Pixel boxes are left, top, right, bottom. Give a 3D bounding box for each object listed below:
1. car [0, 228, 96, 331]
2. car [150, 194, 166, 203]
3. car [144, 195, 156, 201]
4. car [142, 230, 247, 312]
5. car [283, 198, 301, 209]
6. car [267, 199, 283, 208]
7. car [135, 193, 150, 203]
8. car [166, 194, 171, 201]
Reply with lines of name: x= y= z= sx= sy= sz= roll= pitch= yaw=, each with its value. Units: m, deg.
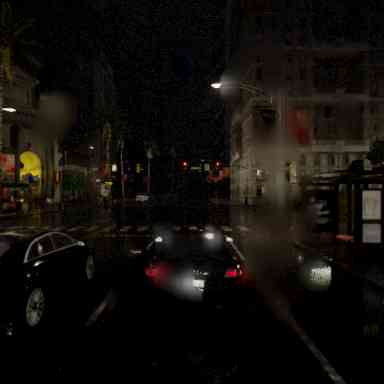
car: x=-3.453 y=1.489 z=6.855 sx=2.128 sy=1.511 sz=4.902 roll=0 pitch=0 yaw=0
car: x=-7.112 y=1.531 z=69.873 sx=1.994 sy=1.385 sz=4.181 roll=0 pitch=0 yaw=0
car: x=-10.533 y=1.514 z=84.435 sx=2.033 sy=1.411 sz=5.357 roll=0 pitch=0 yaw=3
car: x=0.052 y=1.561 z=7.790 sx=1.994 sy=1.385 sz=4.181 roll=0 pitch=0 yaw=0
car: x=14.752 y=1.513 z=43.283 sx=4.674 sy=1.442 sz=1.812 roll=0 pitch=0 yaw=-1
car: x=12.683 y=1.550 z=46.955 sx=4.181 sy=1.385 sz=1.994 roll=0 pitch=0 yaw=3
car: x=-10.613 y=1.204 z=70.677 sx=2.150 sy=2.045 sz=5.566 roll=0 pitch=0 yaw=0
car: x=-7.091 y=1.330 z=82.950 sx=2.097 sy=1.767 sz=4.553 roll=0 pitch=0 yaw=0
